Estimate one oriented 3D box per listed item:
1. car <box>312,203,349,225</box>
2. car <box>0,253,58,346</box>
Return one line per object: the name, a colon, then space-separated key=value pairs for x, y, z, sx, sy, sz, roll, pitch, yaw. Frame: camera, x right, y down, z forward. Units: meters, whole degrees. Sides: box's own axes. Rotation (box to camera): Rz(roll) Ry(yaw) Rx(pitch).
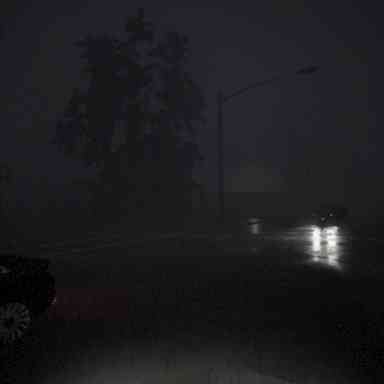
car: x=10.568 y=1.615 z=25.320 sx=2.128 sy=1.511 sz=4.902 roll=-1 pitch=-1 yaw=35
car: x=-4.308 y=1.590 z=4.437 sx=2.128 sy=1.511 sz=4.902 roll=-1 pitch=-1 yaw=35
